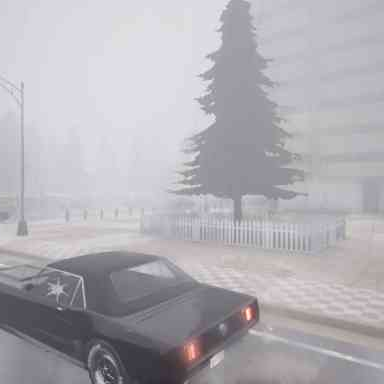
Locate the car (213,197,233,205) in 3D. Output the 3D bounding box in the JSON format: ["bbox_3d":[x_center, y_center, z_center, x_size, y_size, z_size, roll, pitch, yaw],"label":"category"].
[{"bbox_3d":[5.563,1.353,57.561,2.097,1.767,4.553,0,0,36],"label":"car"}]

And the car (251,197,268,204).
[{"bbox_3d":[12.434,1.526,61.140,1.812,1.442,4.674,0,0,35],"label":"car"}]

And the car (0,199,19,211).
[{"bbox_3d":[-20.395,1.478,33.861,1.882,1.535,5.008,0,0,36],"label":"car"}]

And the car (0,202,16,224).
[{"bbox_3d":[-15.175,1.601,22.842,1.895,1.301,4.718,0,0,36],"label":"car"}]

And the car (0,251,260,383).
[{"bbox_3d":[-1.510,1.601,5.084,4.718,1.301,1.895,0,0,36],"label":"car"}]

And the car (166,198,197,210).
[{"bbox_3d":[-1.256,1.505,42.112,1.837,1.490,4.892,0,0,36],"label":"car"}]

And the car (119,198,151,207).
[{"bbox_3d":[-8.489,1.547,50.365,2.033,1.411,5.357,0,0,36],"label":"car"}]

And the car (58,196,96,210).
[{"bbox_3d":[-14.499,1.352,42.037,2.097,1.767,4.553,0,0,36],"label":"car"}]
